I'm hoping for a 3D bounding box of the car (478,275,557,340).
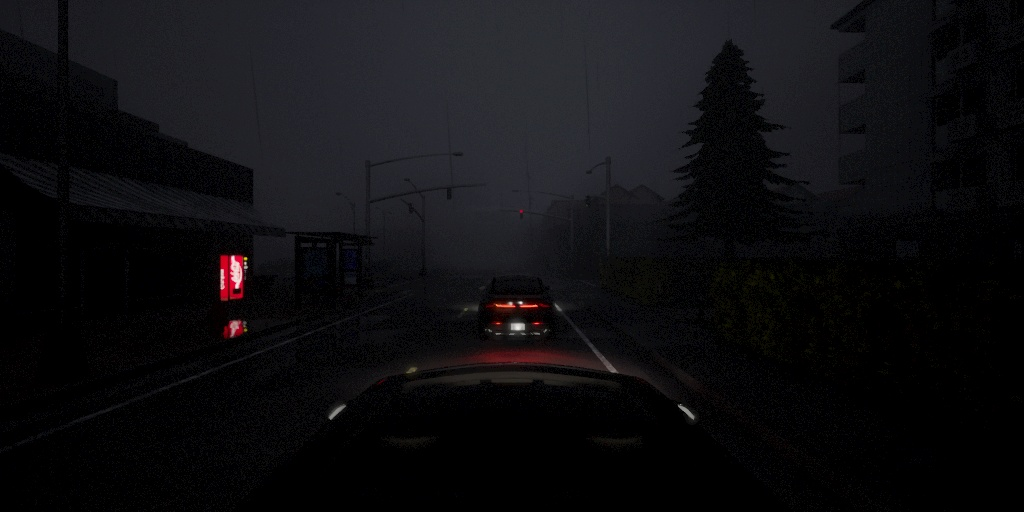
[{"bbox_3d":[0.118,1.255,10.022,1.837,1.490,4.892,0,0,0],"label":"car"}]
